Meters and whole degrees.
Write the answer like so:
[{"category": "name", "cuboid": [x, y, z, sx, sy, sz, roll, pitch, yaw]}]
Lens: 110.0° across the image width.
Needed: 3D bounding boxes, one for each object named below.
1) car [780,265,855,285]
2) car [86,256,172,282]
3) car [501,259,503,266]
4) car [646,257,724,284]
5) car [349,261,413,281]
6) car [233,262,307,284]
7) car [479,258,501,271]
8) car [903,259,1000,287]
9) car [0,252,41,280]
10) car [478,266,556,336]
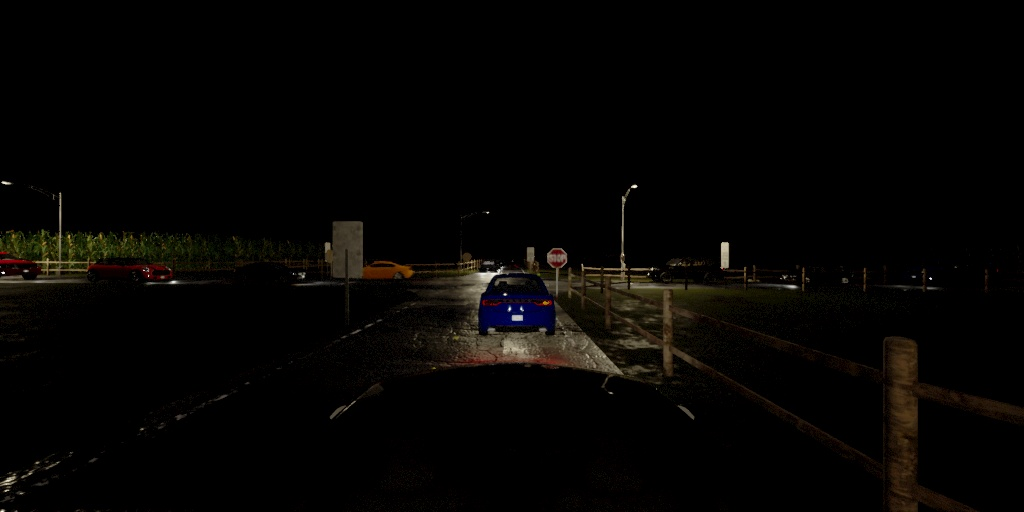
[{"category": "car", "cuboid": [23.560, 1.458, 27.755, 4.892, 1.490, 1.837, 1, 0, 1]}, {"category": "car", "cuboid": [-26.958, 0.903, 25.390, 4.553, 1.767, 2.097, 0, 0, 1]}, {"category": "car", "cuboid": [-2.727, 1.250, 55.680, 1.837, 1.490, 4.892, 0, 0, 0]}, {"category": "car", "cuboid": [13.402, 1.087, 27.888, 5.566, 2.045, 2.150, 0, 0, 1]}, {"category": "car", "cuboid": [-10.402, 1.152, 28.310, 5.008, 1.535, 1.882, 1, 2, -13]}, {"category": "car", "cuboid": [-17.026, 1.155, 25.272, 4.674, 1.442, 1.812, 0, 0, 1]}, {"category": "car", "cuboid": [-2.754, 1.309, 43.048, 1.994, 1.385, 4.181, 0, 0, 2]}, {"category": "car", "cuboid": [33.764, 1.268, 27.629, 5.566, 2.045, 2.150, 1, 0, 1]}, {"category": "car", "cuboid": [-37.296, 0.692, 25.515, 5.566, 2.045, 2.150, 0, 0, 1]}, {"category": "car", "cuboid": [0.120, 1.227, 10.456, 1.882, 1.535, 5.008, 0, 0, 0]}]
